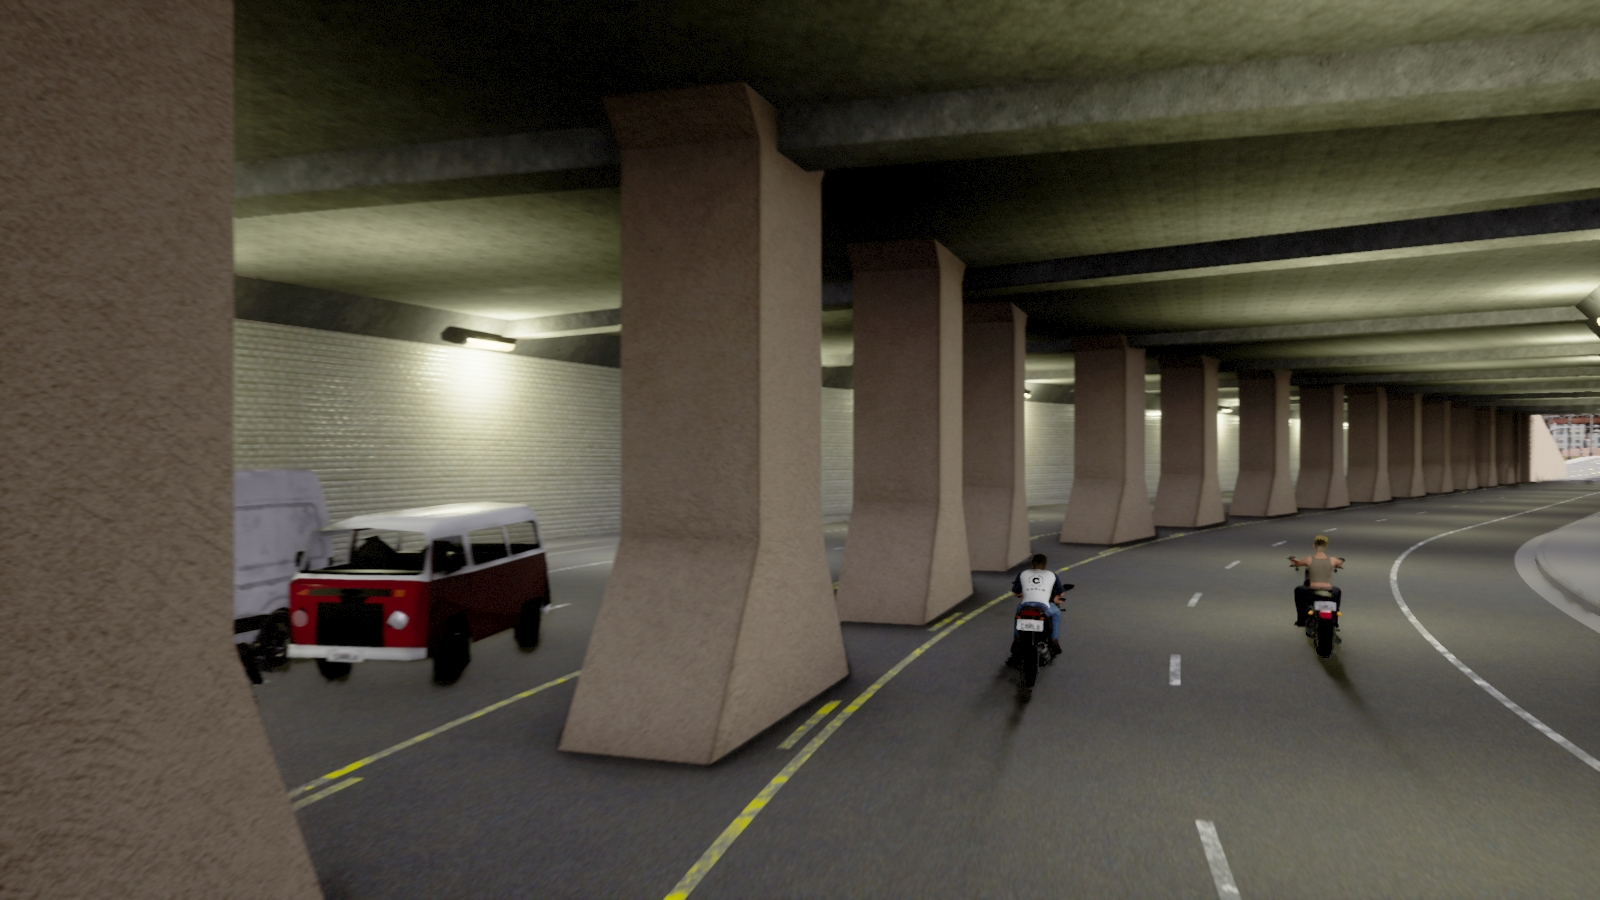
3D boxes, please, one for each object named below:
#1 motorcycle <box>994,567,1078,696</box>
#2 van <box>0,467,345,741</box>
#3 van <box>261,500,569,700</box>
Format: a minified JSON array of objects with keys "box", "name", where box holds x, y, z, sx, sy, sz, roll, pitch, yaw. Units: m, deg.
[{"box":[2.939,2.176,14.080,0.803,1.224,2.033,1,0,17],"name":"motorcycle"},{"box":[-8.106,1.530,13.359,1.988,2.561,5.915,0,0,16],"name":"van"},{"box":[-4.824,1.780,15.149,2.069,2.038,4.480,0,0,8],"name":"van"}]
